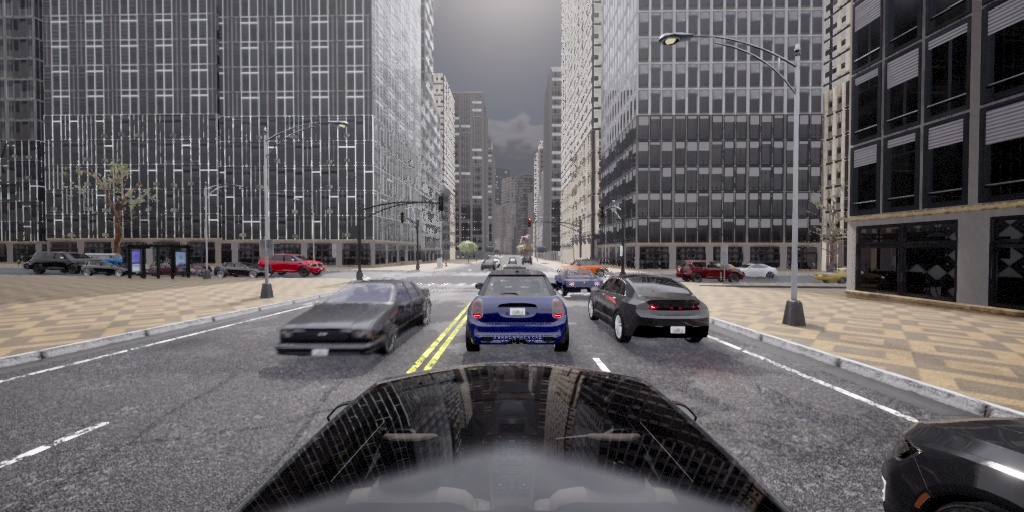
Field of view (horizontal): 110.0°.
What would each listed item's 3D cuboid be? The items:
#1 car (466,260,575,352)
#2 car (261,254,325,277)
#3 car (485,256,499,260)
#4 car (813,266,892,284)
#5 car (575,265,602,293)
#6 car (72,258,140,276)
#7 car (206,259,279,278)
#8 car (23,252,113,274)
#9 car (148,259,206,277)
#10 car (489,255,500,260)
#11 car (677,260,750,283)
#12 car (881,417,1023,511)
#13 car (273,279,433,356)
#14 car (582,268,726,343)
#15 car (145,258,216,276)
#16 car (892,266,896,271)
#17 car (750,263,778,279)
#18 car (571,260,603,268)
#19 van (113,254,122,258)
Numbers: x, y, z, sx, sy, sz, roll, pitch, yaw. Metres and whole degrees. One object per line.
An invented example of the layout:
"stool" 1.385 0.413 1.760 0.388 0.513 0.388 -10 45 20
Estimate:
"car" 0.111 1.099 9.091 2.097 1.767 4.553 0 0 0
"car" -20.232 0.808 32.928 5.566 2.045 2.150 0 1 1
"car" -3.265 1.193 50.625 1.882 1.535 5.008 0 0 0
"car" 27.686 1.579 29.474 4.829 1.417 1.751 0 0 1
"car" 3.378 1.341 19.007 1.895 1.301 4.718 0 0 0
"car" -34.050 1.069 30.604 4.313 1.339 1.948 0 0 1
"car" -22.686 1.174 30.279 4.313 1.339 1.948 0 0 1
"car" -41.328 0.616 33.402 5.566 2.045 2.150 1 1 2
"car" -28.370 1.138 30.422 4.207 1.307 1.802 0 0 1
"car" -3.235 0.925 60.573 2.150 2.045 5.566 0 0 0
"car" 16.238 1.269 29.689 5.009 1.841 2.192 0 0 1
"car" 3.344 1.255 0.298 1.837 1.490 4.892 0 0 0
"car" -3.344 1.294 8.918 2.033 1.411 5.357 0 0 0
"car" 3.362 1.251 9.697 1.837 1.490 4.892 0 0 0
"car" -30.591 0.997 33.159 4.892 1.490 1.837 1 1 1
"car" 33.156 1.685 29.371 4.207 1.307 1.802 0 0 1
"car" 23.533 1.450 35.329 4.674 1.442 1.812 1 1 1
"car" 6.608 1.139 34.876 4.553 1.767 2.097 0 1 -10
"van" -45.228 0.605 39.283 3.998 1.789 1.690 0 0 1
